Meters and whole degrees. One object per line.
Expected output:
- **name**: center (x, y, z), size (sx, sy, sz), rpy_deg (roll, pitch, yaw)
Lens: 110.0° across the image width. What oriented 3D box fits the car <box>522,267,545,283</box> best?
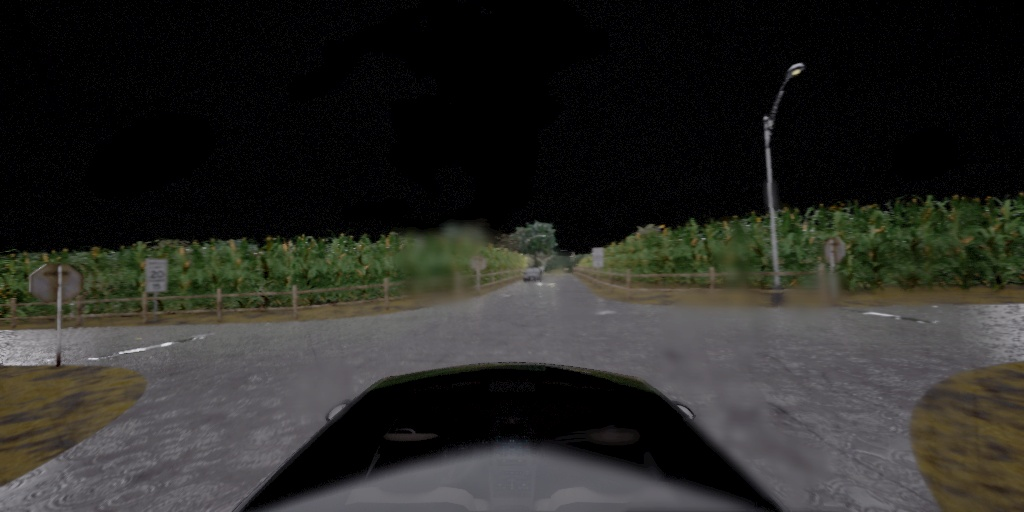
- **car**: center (2.166, 1.882, 35.511), size (1.837, 1.490, 4.892), rpy_deg (-1, -1, 8)
